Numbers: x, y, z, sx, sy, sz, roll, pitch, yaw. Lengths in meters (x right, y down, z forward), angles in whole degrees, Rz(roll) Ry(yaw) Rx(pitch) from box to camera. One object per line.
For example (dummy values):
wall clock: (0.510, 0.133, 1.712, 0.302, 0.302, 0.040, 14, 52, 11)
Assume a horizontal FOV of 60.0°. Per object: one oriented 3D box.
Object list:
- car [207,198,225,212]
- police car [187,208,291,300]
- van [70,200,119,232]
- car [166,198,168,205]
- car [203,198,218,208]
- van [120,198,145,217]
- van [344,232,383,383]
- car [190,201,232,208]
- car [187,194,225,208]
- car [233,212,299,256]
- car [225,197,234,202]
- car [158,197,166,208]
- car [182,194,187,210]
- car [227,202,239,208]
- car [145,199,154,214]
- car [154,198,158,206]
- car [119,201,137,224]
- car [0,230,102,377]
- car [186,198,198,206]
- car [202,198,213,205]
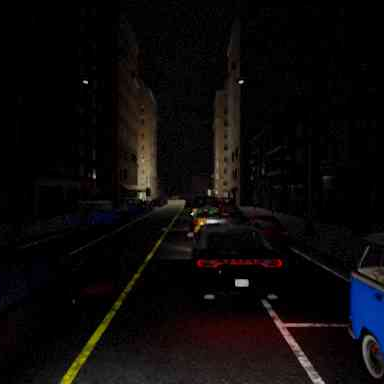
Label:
car: (2.880, 1.558, 41.330, 1.967, 1.590, 4.097, 0, 0, 0)
police car: (0.904, 1.449, 8.609, 1.930, 1.638, 5.238, 0, 0, 0)
van: (-5.659, 1.394, 19.331, 1.690, 1.788, 3.998, 0, 0, 0)
car: (-5.636, 1.751, 57.839, 1.802, 1.307, 4.206, 0, 0, 0)
car: (2.886, 1.702, 52.332, 2.008, 1.369, 4.403, 0, 0, 0)
van: (-5.653, 1.426, 30.332, 1.690, 1.788, 3.998, 0, 0, 0)
van: (2.856, 1.349, 2.821, 1.690, 1.788, 3.998, 0, 0, 0)
car: (0.910, 1.507, 18.690, 1.801, 1.575, 5.366, 0, 0, 0)
car: (0.914, 1.292, 24.531, 2.150, 2.045, 5.566, 0, 0, 0)
car: (2.863, 1.620, 13.823, 1.802, 1.307, 4.206, 0, 0, 0)
car: (2.873, 1.400, 30.327, 2.192, 1.841, 5.009, 0, 0, 0)
car: (-5.639, 1.717, 52.337, 1.947, 1.339, 4.313, 0, 0, 0)
car: (0.043, 1.482, 45.440, 2.097, 1.767, 4.553, 0, 0, 0)
car: (2.870, 1.651, 24.825, 1.802, 1.307, 4.206, 0, 0, 0)
car: (-5.649, 1.667, 35.833, 1.947, 1.339, 4.313, 0, 0, 0)
car: (-5.645, 1.699, 41.335, 1.802, 1.307, 4.206, 0, 0, 0)
car: (-5.656, 1.619, 24.830, 2.008, 1.369, 4.403, 0, 0, 0)
car: (-2.999, 1.560, 4.424, 2.033, 1.411, 5.357, 0, 0, 0)
car: (0.034, 1.737, 58.841, 1.994, 1.385, 4.181, 0, 0, 0)
car: (2.893, 1.753, 63.335, 1.947, 1.339, 4.313, 0, 0, 0)
